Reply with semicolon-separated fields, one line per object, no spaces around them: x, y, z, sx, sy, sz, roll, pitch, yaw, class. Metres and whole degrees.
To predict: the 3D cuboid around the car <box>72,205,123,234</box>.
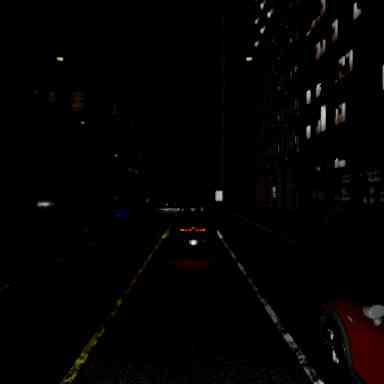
-5.690;1.679;19.906;1.947;1.339;4.313;0;0;0;car

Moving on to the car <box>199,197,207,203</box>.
2.692;2.037;82.040;2.008;1.369;4.403;0;0;0;car

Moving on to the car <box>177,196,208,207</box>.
0.069;1.517;29.474;2.097;1.767;4.553;0;0;0;car

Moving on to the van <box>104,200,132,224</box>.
-5.689;1.486;25.556;1.690;1.788;3.998;0;0;0;van

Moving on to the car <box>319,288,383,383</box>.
2.690;1.458;2.960;1.967;1.590;4.097;0;0;0;car

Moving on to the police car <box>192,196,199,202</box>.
0.904;1.975;91.660;1.930;1.638;5.238;0;0;0;police car

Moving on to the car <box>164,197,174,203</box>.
-5.688;2.038;82.039;2.008;1.369;4.403;0;0;0;car

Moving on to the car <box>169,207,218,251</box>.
0.069;1.585;14.397;1.837;1.490;4.892;0;-1;0;car

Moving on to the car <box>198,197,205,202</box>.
2.693;2.126;93.336;1.947;1.339;4.313;0;0;0;car

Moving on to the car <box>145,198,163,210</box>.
-5.689;1.857;48.148;1.802;1.307;4.206;0;0;0;car

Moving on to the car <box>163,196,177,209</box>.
-3.075;1.804;52.272;1.837;1.490;4.892;0;0;0;car

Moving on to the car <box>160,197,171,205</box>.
-5.688;1.856;70.744;1.967;1.590;4.097;0;0;0;car

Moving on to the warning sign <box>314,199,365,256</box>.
5.068;1.181;11.552;1.300;1.860;1.060;0;0;0;warning sign

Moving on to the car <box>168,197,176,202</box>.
-5.688;2.127;93.336;1.947;1.339;4.313;0;0;0;car
